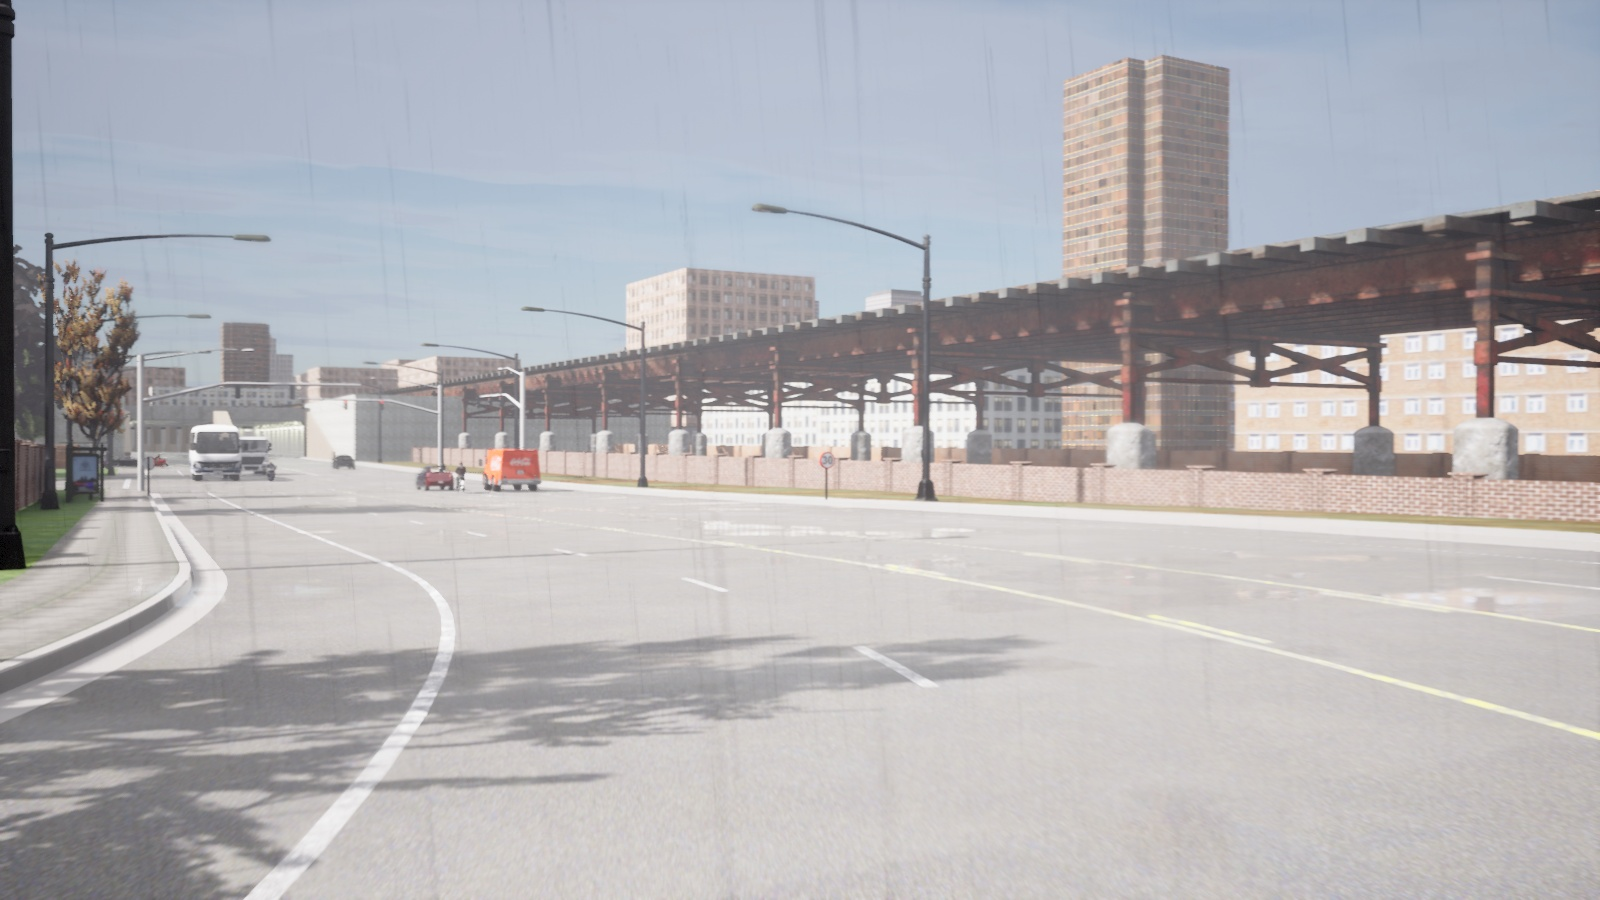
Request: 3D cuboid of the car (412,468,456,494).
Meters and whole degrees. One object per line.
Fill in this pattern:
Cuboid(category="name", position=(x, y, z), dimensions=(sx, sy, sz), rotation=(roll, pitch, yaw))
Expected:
Cuboid(category="car", position=(-22.057, 1.862, 75.647), dimensions=(1.845, 1.501, 3.633), rotation=(-1, 0, -27))

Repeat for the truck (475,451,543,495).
Cuboid(category="truck", position=(-17.203, 1.307, 73.994), dimensions=(2.627, 2.467, 5.204), rotation=(0, 0, -28))
